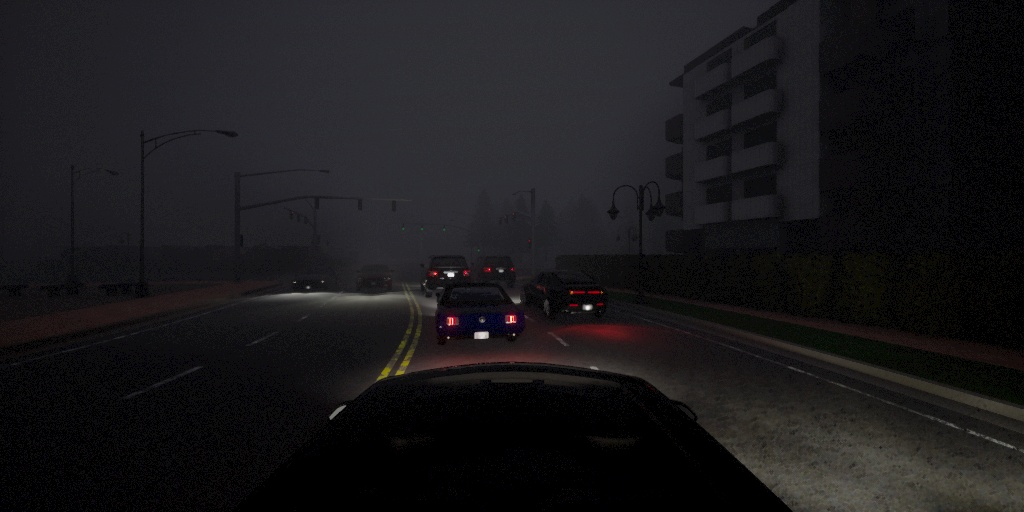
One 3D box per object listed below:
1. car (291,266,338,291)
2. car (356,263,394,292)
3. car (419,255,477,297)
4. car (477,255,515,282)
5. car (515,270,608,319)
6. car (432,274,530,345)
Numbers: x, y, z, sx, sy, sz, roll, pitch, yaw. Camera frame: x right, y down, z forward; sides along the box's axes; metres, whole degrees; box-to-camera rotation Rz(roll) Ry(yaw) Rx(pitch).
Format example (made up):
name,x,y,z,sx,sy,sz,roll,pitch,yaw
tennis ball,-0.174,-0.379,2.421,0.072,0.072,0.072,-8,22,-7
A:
name,x,y,z,sx,sy,sz,roll,pitch,yaw
car,-12.150,1.353,22.402,2.033,1.411,5.357,0,0,-19
car,-8.236,1.228,21.681,1.882,1.535,5.008,0,0,-18
car,-3.613,0.971,19.012,2.150,2.045,5.566,0,0,-18
car,-1.419,0.971,23.605,2.150,2.045,5.566,0,0,-17
car,1.682,1.255,12.938,1.837,1.490,4.892,0,0,-13
car,-1.078,1.351,9.579,1.895,1.301,4.718,0,0,-12
